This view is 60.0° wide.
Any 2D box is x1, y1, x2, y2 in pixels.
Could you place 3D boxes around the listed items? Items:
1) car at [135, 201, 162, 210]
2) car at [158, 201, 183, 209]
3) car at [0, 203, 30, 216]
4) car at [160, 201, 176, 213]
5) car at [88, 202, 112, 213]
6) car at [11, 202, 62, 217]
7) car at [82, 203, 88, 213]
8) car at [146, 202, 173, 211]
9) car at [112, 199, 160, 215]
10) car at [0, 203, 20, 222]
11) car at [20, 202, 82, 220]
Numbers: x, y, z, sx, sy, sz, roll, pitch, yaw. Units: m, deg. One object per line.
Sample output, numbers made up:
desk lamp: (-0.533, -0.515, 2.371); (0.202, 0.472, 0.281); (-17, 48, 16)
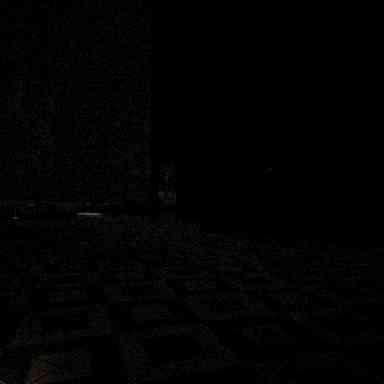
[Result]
car: (-7.024, 2.210, 54.144); (2.008, 1.369, 4.403); (-1, -2, 35)
car: (-3.747, 2.305, 58.739); (2.008, 1.369, 4.403); (-1, -2, 35)
car: (-20.128, 1.842, 35.765); (2.008, 1.369, 4.403); (-1, -1, 35)
car: (-3.363, 2.114, 44.595); (1.887, 1.381, 4.507); (-1, -2, 35)
car: (-10.929, 2.012, 44.045); (1.812, 1.442, 4.674); (0, -1, 35)
car: (-16.714, 1.852, 35.949); (1.812, 1.442, 4.674); (0, -1, 36)
car: (-13.576, 2.016, 44.955); (1.887, 1.381, 4.507); (-1, -2, 35)
car: (-5.071, 2.217, 52.198); (1.994, 1.385, 4.181); (0, -1, 37)
car: (-6.640, 1.791, 40.006); (2.192, 1.841, 5.009); (-1, -2, 35)
car: (-16.468, 1.774, 26.214); (1.947, 1.339, 4.313); (-1, -2, 35)
car: (-13.094, 1.824, 30.948); (1.752, 1.417, 4.829); (-1, -2, 35)
